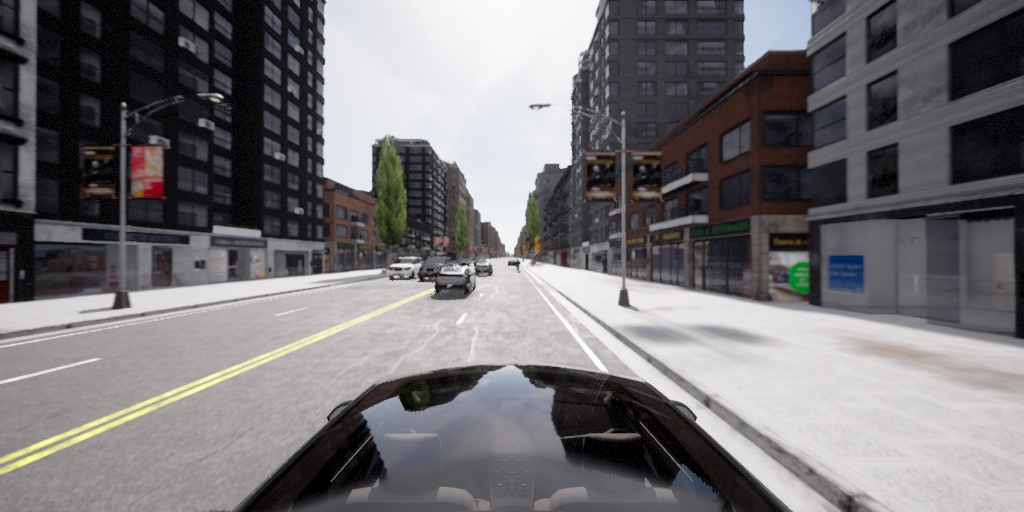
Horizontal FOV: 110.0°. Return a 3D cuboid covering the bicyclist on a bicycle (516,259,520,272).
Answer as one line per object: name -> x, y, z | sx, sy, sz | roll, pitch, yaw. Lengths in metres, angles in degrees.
bicyclist on a bicycle -> 0.889, 1.301, 49.506 | 0.659, 1.776, 1.843 | 0, 0, 0

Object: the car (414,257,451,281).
car -> -6.596, 1.091, 31.571 | 2.150, 2.045, 5.566 | 0, 0, 0

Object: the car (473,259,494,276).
car -> -3.152, 1.393, 40.634 | 2.128, 1.511, 4.902 | 0, 0, 0

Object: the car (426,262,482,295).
car -> -3.153, 1.322, 20.589 | 2.128, 1.511, 4.902 | 0, 0, 0

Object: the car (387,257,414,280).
car -> -9.844, 1.099, 33.708 | 2.150, 2.045, 5.566 | 0, 0, 0
